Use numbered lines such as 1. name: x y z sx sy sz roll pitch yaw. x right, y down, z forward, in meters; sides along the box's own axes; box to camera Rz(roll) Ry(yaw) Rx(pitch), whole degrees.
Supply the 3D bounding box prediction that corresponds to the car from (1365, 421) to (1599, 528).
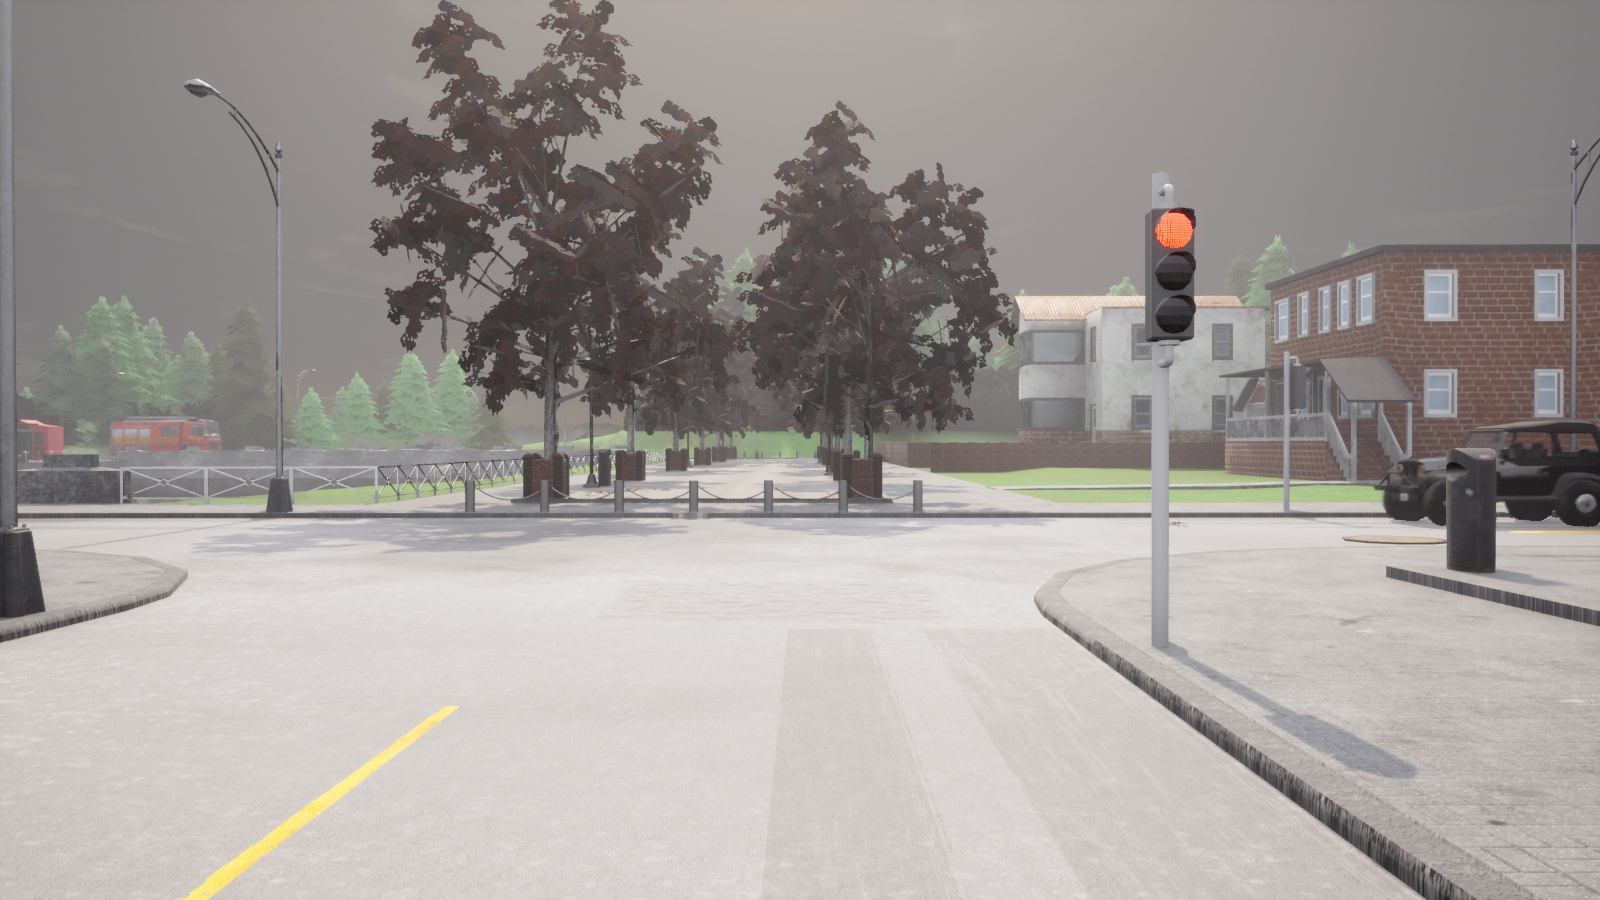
1. car: 12.641 0.424 22.857 3.866 1.878 1.905 0 0 0
